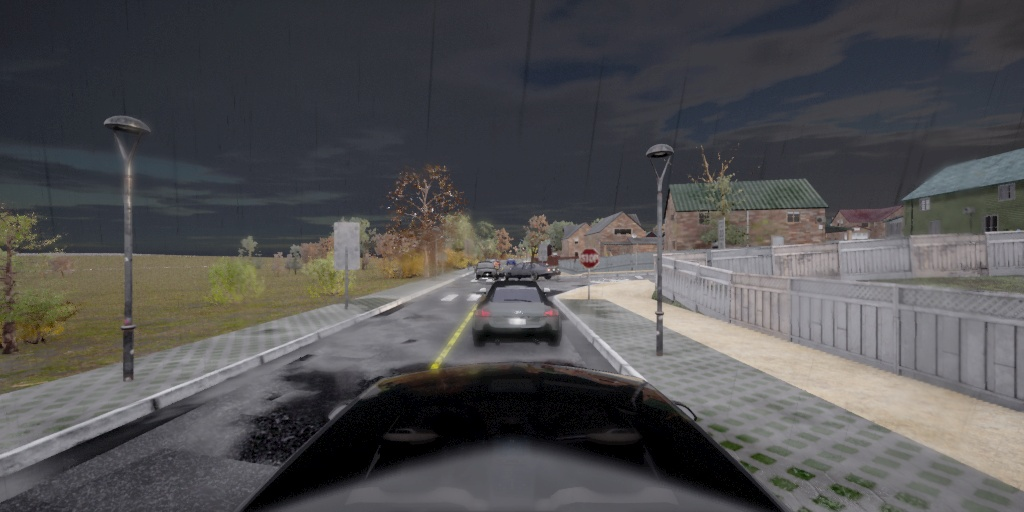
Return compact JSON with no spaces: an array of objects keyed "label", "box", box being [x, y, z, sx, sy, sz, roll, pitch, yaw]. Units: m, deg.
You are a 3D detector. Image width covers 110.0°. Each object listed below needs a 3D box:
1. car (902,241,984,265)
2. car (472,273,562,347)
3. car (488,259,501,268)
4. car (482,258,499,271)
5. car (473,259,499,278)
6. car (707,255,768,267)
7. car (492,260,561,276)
[{"label":"car","box":[23.842,-0.208,20.372,4.902,1.511,2.128,-3,0,14]},{"label":"car","box":[0.084,1.313,9.344,1.994,1.385,4.181,0,0,-1]},{"label":"car","box":[-2.979,1.256,61.117,1.882,1.535,5.008,0,0,0]},{"label":"car","box":[-2.969,1.120,51.080,2.097,1.767,4.553,0,0,0]},{"label":"car","box":[-2.324,1.257,31.264,1.837,1.490,4.892,0,0,-8]},{"label":"car","box":[14.336,0.413,22.770,4.181,1.385,1.994,-3,0,16]},{"label":"car","box":[1.271,1.197,28.361,5.357,1.411,2.033,-4,-3,43]}]
